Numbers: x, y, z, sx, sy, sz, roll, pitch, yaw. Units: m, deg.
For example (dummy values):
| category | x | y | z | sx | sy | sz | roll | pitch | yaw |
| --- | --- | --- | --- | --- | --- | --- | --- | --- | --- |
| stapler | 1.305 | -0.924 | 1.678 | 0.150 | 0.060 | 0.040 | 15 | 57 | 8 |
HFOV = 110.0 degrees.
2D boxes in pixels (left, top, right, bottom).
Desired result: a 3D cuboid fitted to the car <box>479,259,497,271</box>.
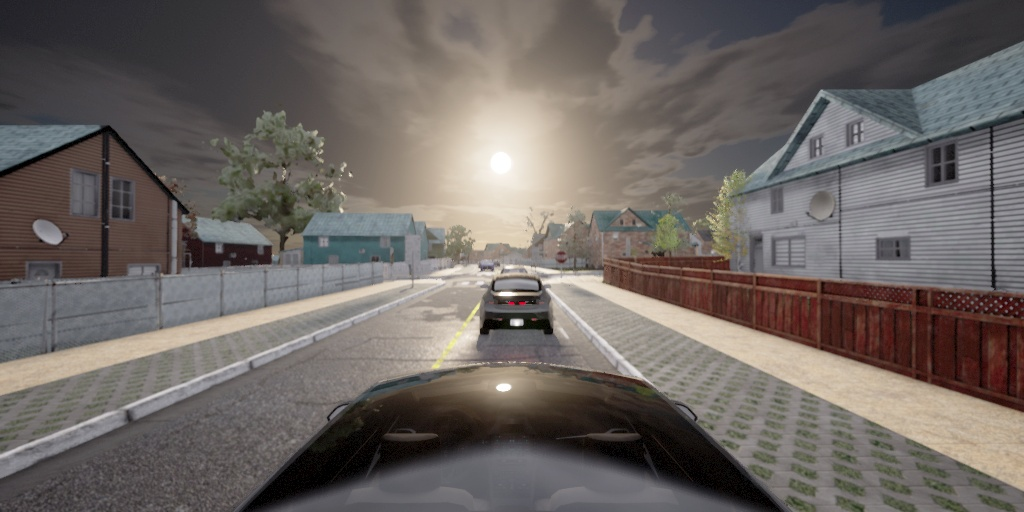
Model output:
| category | x | y | z | sx | sy | sz | roll | pitch | yaw |
| --- | --- | --- | --- | --- | --- | --- | --- | --- | --- |
| car | -3.457 | 1.314 | 50.292 | 1.882 | 1.535 | 5.008 | 0 | 0 | -4 |

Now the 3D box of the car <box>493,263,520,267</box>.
| category | x | y | z | sx | sy | sz | roll | pitch | yaw |
| --- | --- | --- | --- | --- | --- | --- | --- | --- | --- |
| car | 0.113 | 1.289 | 20.250 | 2.033 | 1.411 | 5.357 | 0 | 0 | -1 |

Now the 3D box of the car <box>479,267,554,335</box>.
| category | x | y | z | sx | sy | sz | roll | pitch | yaw |
| --- | --- | --- | --- | --- | --- | --- | --- | --- | --- |
| car | 0.120 | 1.248 | 10.477 | 1.837 | 1.490 | 4.892 | 0 | 0 | 0 |
